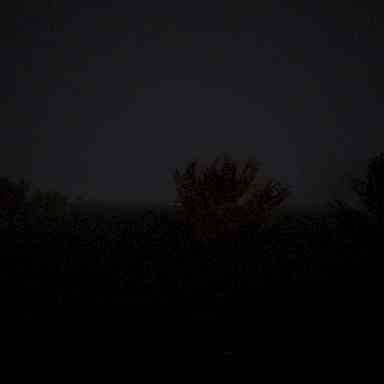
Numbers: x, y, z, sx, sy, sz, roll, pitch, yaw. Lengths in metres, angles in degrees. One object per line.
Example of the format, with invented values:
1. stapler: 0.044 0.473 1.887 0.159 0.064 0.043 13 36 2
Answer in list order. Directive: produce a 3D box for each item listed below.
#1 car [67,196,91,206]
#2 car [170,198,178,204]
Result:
1. car: -16.399 1.322 46.619 1.812 1.442 4.674 0 -1 36
2. car: -1.707 1.552 60.737 2.033 1.411 5.357 0 -1 37
